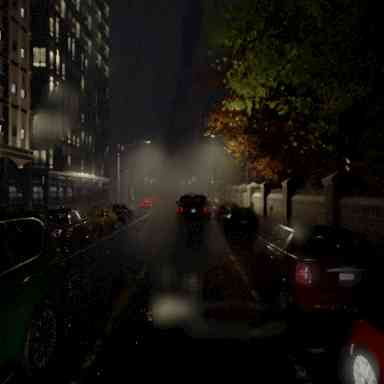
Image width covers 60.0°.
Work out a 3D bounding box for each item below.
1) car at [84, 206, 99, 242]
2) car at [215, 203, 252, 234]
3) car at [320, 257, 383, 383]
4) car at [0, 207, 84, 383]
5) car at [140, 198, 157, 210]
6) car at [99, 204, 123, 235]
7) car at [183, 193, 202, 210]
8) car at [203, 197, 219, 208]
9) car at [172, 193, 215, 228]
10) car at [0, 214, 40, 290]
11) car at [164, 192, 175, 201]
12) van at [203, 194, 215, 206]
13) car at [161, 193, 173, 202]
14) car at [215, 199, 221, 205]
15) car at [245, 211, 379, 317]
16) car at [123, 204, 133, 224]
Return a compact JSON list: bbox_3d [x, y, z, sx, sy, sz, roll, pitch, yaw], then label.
[{"bbox_3d":[-5.315,1.402,12.984,1.967,1.590,4.097,0,0,0],"label":"car"},{"bbox_3d":[2.565,1.511,18.525,1.947,1.339,4.313,0,0,0],"label":"car"},{"bbox_3d":[2.567,1.539,1.890,1.887,1.381,4.507,0,0,0],"label":"car"},{"bbox_3d":[-2.850,1.214,2.550,2.150,2.045,5.566,0,0,0],"label":"car"},{"bbox_3d":[-5.317,1.419,40.709,1.887,1.381,4.507,0,0,0],"label":"car"},{"bbox_3d":[-5.315,1.470,18.359,1.752,1.417,4.829,0,0,0],"label":"car"},{"bbox_3d":[0.094,1.092,41.116,2.150,2.045,5.566,0,0,0],"label":"car"},{"bbox_3d":[2.563,1.400,46.252,1.887,1.381,4.507,0,0,0],"label":"car"},{"bbox_3d":[0.093,1.158,21.902,2.150,2.045,5.566,0,0,0],"label":"car"},{"bbox_3d":[-5.314,1.418,7.439,1.967,1.590,4.097,0,0,0],"label":"car"},{"bbox_3d":[-5.389,1.051,79.520,2.192,1.841,5.009,0,0,0],"label":"car"},{"bbox_3d":[2.563,1.178,51.797,1.690,1.788,3.998,0,0,0],"label":"van"},{"bbox_3d":[-5.319,1.218,68.434,1.967,1.590,4.097,0,0,0],"label":"car"},{"bbox_3d":[2.565,1.472,24.071,1.887,1.381,4.507,0,0,0],"label":"car"},{"bbox_3d":[2.566,1.418,7.435,1.967,1.590,4.097,0,0,0],"label":"car"},{"bbox_3d":[-5.316,1.509,24.074,1.802,1.307,4.206,0,0,0],"label":"car"}]
